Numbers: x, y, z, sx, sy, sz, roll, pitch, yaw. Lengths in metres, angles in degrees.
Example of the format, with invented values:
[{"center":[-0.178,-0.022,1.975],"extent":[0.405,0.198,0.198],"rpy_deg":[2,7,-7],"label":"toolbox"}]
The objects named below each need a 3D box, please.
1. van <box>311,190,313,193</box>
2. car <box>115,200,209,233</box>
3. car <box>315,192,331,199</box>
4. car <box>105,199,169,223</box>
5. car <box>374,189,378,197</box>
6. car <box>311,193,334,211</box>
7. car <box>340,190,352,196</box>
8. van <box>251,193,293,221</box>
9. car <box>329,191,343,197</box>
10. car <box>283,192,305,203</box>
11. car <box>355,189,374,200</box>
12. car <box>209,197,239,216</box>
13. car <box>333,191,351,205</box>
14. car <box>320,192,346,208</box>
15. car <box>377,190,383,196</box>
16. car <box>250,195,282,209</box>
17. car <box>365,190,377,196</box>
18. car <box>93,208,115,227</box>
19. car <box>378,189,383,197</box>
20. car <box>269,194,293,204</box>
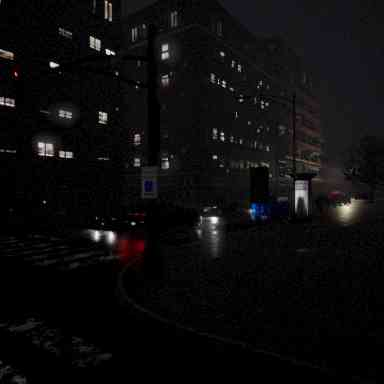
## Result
[{"center":[19.158,0.536,56.076],"extent":[1.690,1.788,3.998],"rpy_deg":[1,1,36],"label":"van"},{"center":[-1.439,1.278,18.110],"extent":[2.128,1.511,4.902],"rpy_deg":[0,1,36],"label":"car"},{"center":[25.720,0.621,65.270],"extent":[1.802,1.307,4.206],"rpy_deg":[1,1,36],"label":"car"},{"center":[-3.812,1.283,23.916],"extent":[1.887,1.381,4.507],"rpy_deg":[1,1,36],"label":"car"},{"center":[31.993,0.590,60.494],"extent":[1.887,1.381,4.507],"rpy_deg":[1,1,36],"label":"car"},{"center":[12.285,1.078,32.897],"extent":[1.947,1.339,4.313],"rpy_deg":[1,1,36],"label":"car"},{"center":[38.845,0.278,83.648],"extent":[2.008,1.369,4.403],"rpy_deg":[1,1,36],"label":"car"},{"center":[5.716,1.009,23.693],"extent":[1.690,1.788,3.998],"rpy_deg":[1,1,36],"label":"van"},{"center":[32.282,0.428,74.458],"extent":[1.887,1.381,4.507],"rpy_deg":[1,1,36],"label":"car"},{"center":[15.777,0.801,51.346],"extent":[1.752,1.417,4.829],"rpy_deg":[1,1,36],"label":"car"},{"center":[28.709,0.564,55.892],"extent":[1.967,1.590,4.097],"rpy_deg":[1,1,36],"label":"car"},{"center":[2.410,1.165,28.405],"extent":[1.812,1.442,4.674],"rpy_deg":[0,1,35],"label":"car"},{"center":[18.854,0.923,42.096],"extent":[1.947,1.339,4.313],"rpy_deg":[1,1,36],"label":"car"},{"center":[15.569,0.979,37.496],"extent":[1.887,1.381,4.507],"rpy_deg":[1,1,36],"label":"car"},{"center":[45.132,0.315,78.893],"extent":[1.802,1.307,4.206],"rpy_deg":[1,1,36],"label":"car"},{"center":[8.210,1.066,36.525],"extent":[1.994,1.385,4.181],"rpy_deg":[0,1,35],"label":"car"},{"center":[44.237,0.216,82.070],"extent":[1.994,1.385,4.181],"rpy_deg":[0,1,36],"label":"car"},{"center":[-3.343,1.323,20.351],"extent":[2.033,1.411,5.357],"rpy_deg":[0,1,36],"label":"car"},{"center":[41.847,0.356,74.293],"extent":[1.887,1.381,4.507],"rpy_deg":[1,1,36],"label":"car"},{"center":[12.595,0.933,46.891],"extent":[1.802,1.307,4.206],"rpy_deg":[1,1,36],"label":"car"}]
